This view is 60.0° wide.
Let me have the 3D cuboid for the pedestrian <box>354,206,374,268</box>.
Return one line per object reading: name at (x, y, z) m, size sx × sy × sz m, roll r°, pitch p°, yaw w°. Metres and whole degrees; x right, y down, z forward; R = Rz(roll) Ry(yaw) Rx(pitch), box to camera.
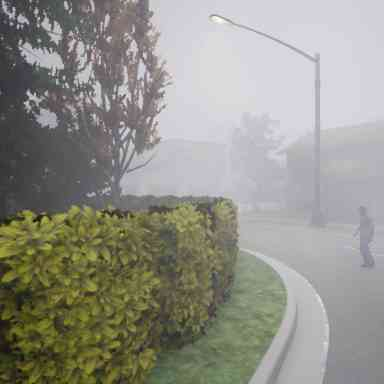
pedestrian at (5.115, 1.294, 9.768) m, size 0.375 × 1.860 × 0.375 m, roll 0°, pitch 0°, yaw -3°
